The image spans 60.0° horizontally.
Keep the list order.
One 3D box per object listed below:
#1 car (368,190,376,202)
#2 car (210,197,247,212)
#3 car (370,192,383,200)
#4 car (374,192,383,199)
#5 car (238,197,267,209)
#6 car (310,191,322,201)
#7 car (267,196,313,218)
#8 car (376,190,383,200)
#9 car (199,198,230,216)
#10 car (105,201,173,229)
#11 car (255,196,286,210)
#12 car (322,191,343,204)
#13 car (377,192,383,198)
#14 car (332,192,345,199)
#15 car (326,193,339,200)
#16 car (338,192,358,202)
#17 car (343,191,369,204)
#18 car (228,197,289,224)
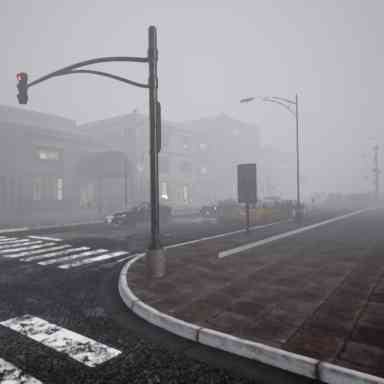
[{"bbox_3d":[27.065,0.860,52.086,1.837,1.490,4.892,-1,0,36],"label":"car"},{"bbox_3d":[4.004,1.290,35.394,1.752,1.417,4.829,-1,0,36],"label":"car"},{"bbox_3d":[36.921,0.771,66.390,1.947,1.339,4.313,-1,0,36],"label":"car"},{"bbox_3d":[40.176,0.721,70.864,1.947,1.339,4.313,-1,0,36],"label":"car"},{"bbox_3d":[7.360,1.293,40.006,1.802,1.307,4.206,-1,0,36],"label":"car"},{"bbox_3d":[23.633,0.769,62.375,2.192,1.841,5.009,-1,0,36],"label":"car"},{"bbox_3d":[7.621,1.217,26.126,2.008,1.369,4.403,-1,0,36],"label":"car"},{"bbox_3d":[33.662,0.570,61.916,2.192,1.841,5.009,-1,0,36],"label":"car"},{"bbox_3d":[2.577,1.376,29.044,1.895,1.301,4.718,-1,0,36],"label":"car"},{"bbox_3d":[-3.259,1.360,21.009,2.128,1.511,4.902,-1,0,37],"label":"car"},{"bbox_3d":[9.009,1.198,37.858,1.812,1.442,4.674,-1,0,36],"label":"car"},{"bbox_3d":[21.427,0.812,49.518,2.097,1.767,4.553,-1,0,36],"label":"car"},{"bbox_3d":[43.257,0.653,75.085,1.887,1.381,4.507,-1,0,36],"label":"car"},{"bbox_3d":[33.402,0.744,75.795,1.967,1.590,4.097,-1,0,36],"label":"car"},{"bbox_3d":[30.147,0.936,71.322,1.802,1.307,4.206,-1,0,36],"label":"car"},{"bbox_3d":[26.662,0.869,56.716,2.128,1.511,4.902,-1,0,36],"label":"car"},{"bbox_3d":[22.941,0.898,46.429,1.882,1.535,5.008,-1,0,36],"label":"car"},{"bbox_3d":[4.466,1.242,21.790,1.752,1.417,4.829,-1,0,36],"label":"car"}]
